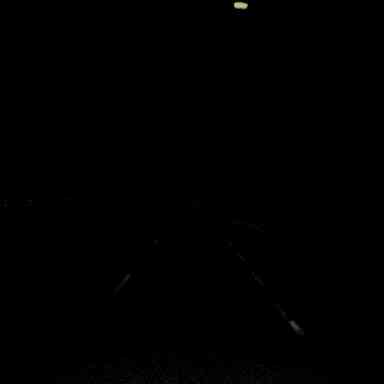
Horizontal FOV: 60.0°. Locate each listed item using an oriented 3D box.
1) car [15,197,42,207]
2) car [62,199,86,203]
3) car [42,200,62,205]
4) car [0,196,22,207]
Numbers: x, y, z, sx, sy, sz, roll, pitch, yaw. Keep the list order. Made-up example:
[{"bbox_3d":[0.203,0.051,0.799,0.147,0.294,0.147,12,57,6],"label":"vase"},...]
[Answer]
[{"bbox_3d":[-24.542,1.903,50.915,1.812,1.442,4.674,0,0,1],"label":"car"},{"bbox_3d":[-17.551,1.869,50.927,2.128,1.511,4.902,0,0,1],"label":"car"},{"bbox_3d":[-21.046,1.947,51.784,1.994,1.385,4.181,0,0,1],"label":"car"},{"bbox_3d":[-28.029,1.601,51.257,2.150,2.045,5.566,0,0,1],"label":"car"}]
